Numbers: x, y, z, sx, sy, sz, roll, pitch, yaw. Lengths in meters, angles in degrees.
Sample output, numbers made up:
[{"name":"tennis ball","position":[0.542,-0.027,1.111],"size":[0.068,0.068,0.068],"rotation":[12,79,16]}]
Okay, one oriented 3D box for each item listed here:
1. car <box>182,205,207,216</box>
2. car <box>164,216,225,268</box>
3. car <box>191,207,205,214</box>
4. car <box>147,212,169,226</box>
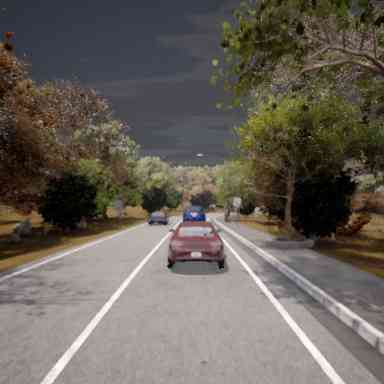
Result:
[{"name":"car","position":[0.230,2.332,32.374],"size":[2.150,2.045,5.566],"rotation":[0,-3,1]},{"name":"car","position":[0.132,1.776,12.095],"size":[1.812,1.442,4.674],"rotation":[0,-2,0]},{"name":"car","position":[1.487,4.258,76.093],"size":[2.128,1.511,4.902],"rotation":[1,-2,14]},{"name":"car","position":[-3.450,2.763,34.878],"size":[2.033,1.411,5.357],"rotation":[0,-2,0]}]
